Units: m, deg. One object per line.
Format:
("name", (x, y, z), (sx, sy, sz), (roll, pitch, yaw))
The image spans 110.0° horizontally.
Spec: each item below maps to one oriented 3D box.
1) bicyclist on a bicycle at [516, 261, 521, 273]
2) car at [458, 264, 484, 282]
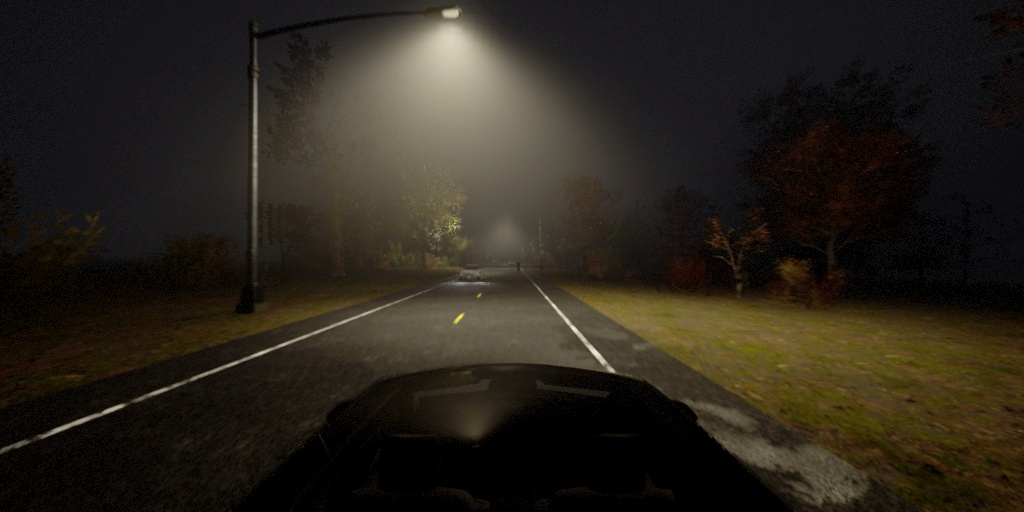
("bicyclist on a bicycle", (0.959, 1.538, 49.096), (0.582, 1.620, 1.656), (0, -1, 0))
("car", (-3.590, 1.484, 32.353), (1.812, 1.442, 4.674), (0, -1, 0))
